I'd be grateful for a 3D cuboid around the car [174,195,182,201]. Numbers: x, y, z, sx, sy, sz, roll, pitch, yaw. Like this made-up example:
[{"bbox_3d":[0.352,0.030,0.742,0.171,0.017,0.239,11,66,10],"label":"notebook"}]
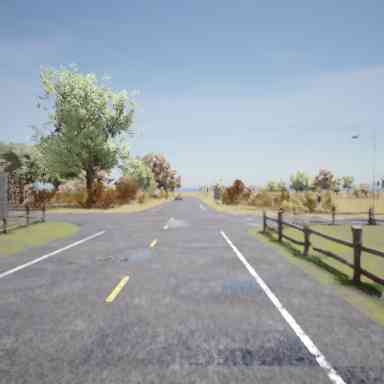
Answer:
[{"bbox_3d":[-3.492,1.552,85.221,1.882,1.535,5.008,0,0,0],"label":"car"}]
